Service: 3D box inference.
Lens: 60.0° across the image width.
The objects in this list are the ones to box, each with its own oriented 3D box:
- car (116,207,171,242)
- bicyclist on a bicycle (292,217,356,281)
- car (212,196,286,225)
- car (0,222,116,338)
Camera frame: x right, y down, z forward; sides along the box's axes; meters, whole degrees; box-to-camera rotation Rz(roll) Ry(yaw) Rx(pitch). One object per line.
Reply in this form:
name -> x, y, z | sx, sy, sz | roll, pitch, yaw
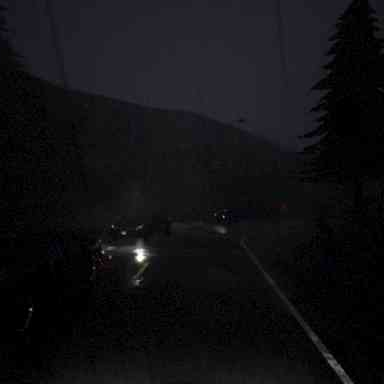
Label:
car -> -2.407, 1.530, 16.814 | 1.812, 1.442, 4.674 | 0, 0, 14
bicyclist on a bicycle -> 3.415, 1.488, 8.578 | 1.656, 1.620, 0.582 | 1, 0, 2
car -> 4.275, 1.284, 24.773 | 5.566, 2.045, 2.150 | 0, 0, -19
car -> -3.411, 1.532, 6.889 | 2.033, 1.411, 5.357 | 0, 0, 3
